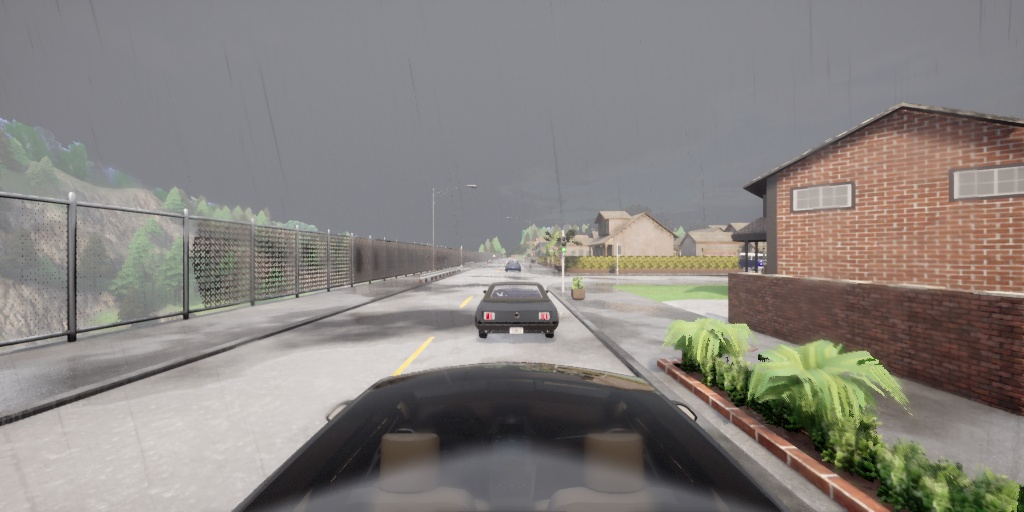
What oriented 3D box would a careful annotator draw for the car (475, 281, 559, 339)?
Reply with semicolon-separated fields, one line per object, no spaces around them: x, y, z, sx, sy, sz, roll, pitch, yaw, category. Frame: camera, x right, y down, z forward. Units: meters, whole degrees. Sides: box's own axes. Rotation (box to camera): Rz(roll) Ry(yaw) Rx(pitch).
0.107;1.351;10.107;1.895;1.301;4.718;0;0;0;car

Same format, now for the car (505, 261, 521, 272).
0.147;1.314;46.413;1.994;1.385;4.181;0;0;0;car
